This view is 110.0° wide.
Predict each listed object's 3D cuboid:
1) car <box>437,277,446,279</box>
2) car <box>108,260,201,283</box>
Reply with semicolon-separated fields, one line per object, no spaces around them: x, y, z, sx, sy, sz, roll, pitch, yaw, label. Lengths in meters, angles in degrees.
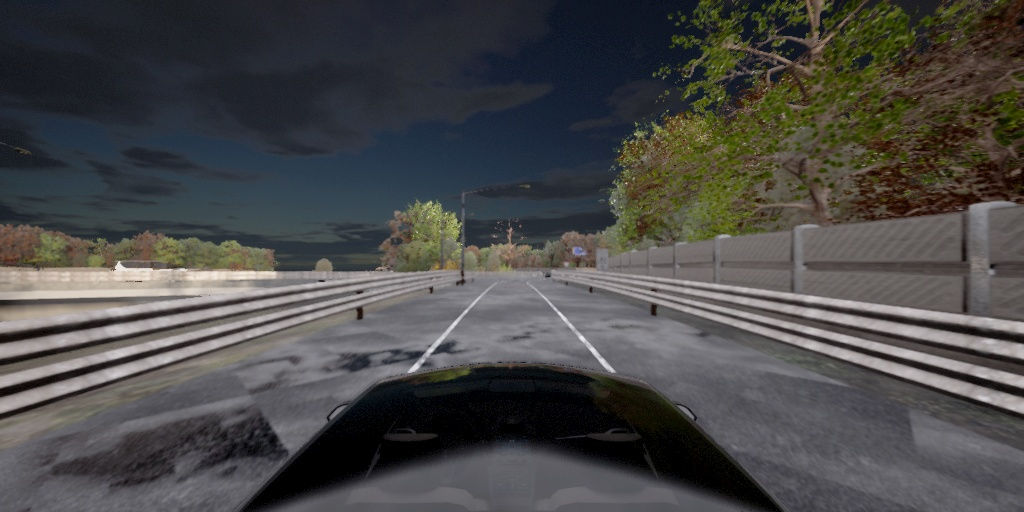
-9.069;2.700;48.218;1.994;1.385;4.181;-2;-3;43;car
-30.004;1.406;30.349;5.566;2.045;2.150;2;-3;-33;car
